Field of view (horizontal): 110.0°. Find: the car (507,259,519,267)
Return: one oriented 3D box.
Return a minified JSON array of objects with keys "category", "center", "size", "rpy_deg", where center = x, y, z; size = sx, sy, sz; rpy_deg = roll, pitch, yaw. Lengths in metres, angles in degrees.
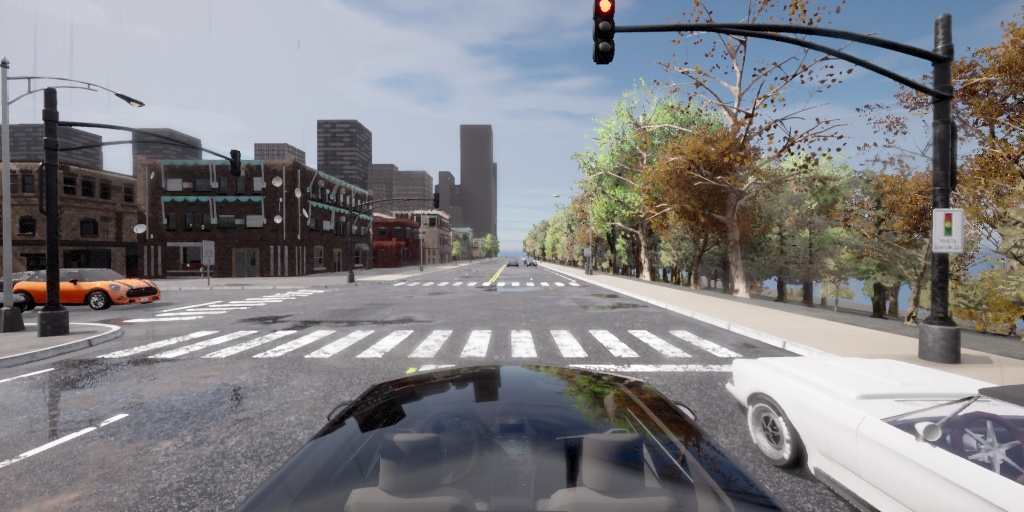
[{"category":"car","center":[0.158,1.290,63.420],"size":[1.994,1.385,4.181],"rpy_deg":[0,0,1]}]

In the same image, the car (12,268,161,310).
[{"category":"car","center":[-17.966,1.301,15.296],"size":[4.553,1.767,2.097],"rpy_deg":[-1,1,-1]}]

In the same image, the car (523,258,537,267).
[{"category":"car","center":[3.420,1.327,63.698],"size":[1.895,1.301,4.718],"rpy_deg":[0,0,0]}]

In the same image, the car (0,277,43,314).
[{"category":"car","center":[-19.936,1.565,12.562],"size":[4.313,1.339,1.948],"rpy_deg":[0,0,0]}]

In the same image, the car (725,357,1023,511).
[{"category":"car","center":[3.350,1.351,1.913],"size":[1.895,1.301,4.718],"rpy_deg":[0,0,0]}]
